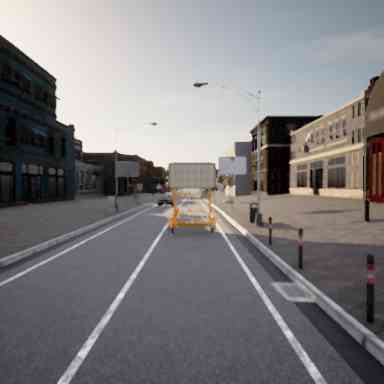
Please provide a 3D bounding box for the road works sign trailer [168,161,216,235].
[{"bbox_3d":[0.007,0.231,17.031,2.380,3.560,2.880,0,1,0],"label":"road works sign trailer"}]

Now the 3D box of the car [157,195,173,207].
[{"bbox_3d":[-3.073,1.067,40.137,1.895,1.301,4.718,0,0,0],"label":"car"}]
